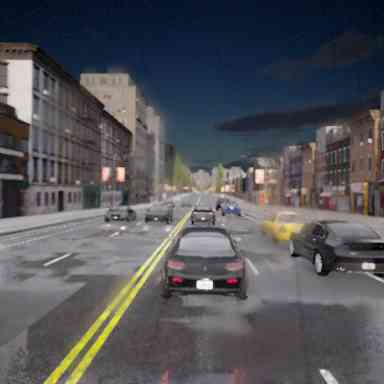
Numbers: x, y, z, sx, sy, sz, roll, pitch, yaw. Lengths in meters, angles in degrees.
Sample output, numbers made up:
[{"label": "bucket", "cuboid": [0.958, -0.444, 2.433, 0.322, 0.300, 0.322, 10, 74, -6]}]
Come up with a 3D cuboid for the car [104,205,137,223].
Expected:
[{"label": "car", "cuboid": [-5.789, 1.783, 27.403, 1.994, 1.385, 4.181, 1, -1, 2]}]

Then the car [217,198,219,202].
[{"label": "car", "cuboid": [4.873, 1.968, 52.869, 2.150, 2.045, 5.566, 1, -1, 2]}]

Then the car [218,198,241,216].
[{"label": "car", "cuboid": [4.453, 1.845, 38.565, 2.097, 1.767, 4.553, 1, -1, 2]}]

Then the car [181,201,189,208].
[{"label": "car", "cuboid": [-1.165, 2.527, 67.792, 1.994, 1.385, 4.181, 1, -1, 2]}]

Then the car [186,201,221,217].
[{"label": "car", "cuboid": [0.886, 1.770, 26.514, 2.128, 1.511, 4.902, 1, -1, 2]}]

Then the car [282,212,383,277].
[{"label": "car", "cuboid": [4.516, 1.647, 10.786, 1.837, 1.490, 4.892, 1, -1, 2]}]

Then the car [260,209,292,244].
[{"label": "car", "cuboid": [4.712, 1.662, 16.974, 1.801, 1.575, 5.366, 1, -1, 2]}]

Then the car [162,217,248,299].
[{"label": "car", "cuboid": [0.317, 1.603, 8.566, 1.812, 1.442, 4.674, 1, -1, 2]}]

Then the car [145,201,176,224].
[{"label": "car", "cuboid": [-2.554, 1.724, 26.839, 1.882, 1.535, 5.008, 1, -1, 2]}]
